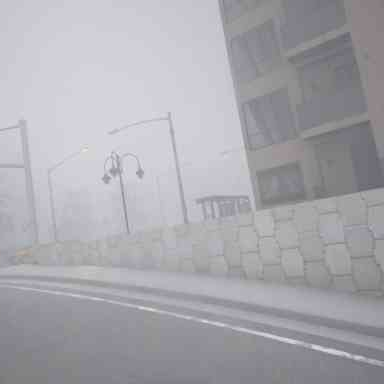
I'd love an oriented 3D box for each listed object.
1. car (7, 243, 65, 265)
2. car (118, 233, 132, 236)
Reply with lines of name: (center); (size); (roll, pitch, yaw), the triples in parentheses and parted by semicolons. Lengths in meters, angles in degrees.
car: (-13.689, 5.361, 29.559); (1.882, 1.535, 5.008); (-14, -8, 35)
car: (-7.847, 5.454, 37.491); (1.895, 1.301, 4.718); (-14, -8, 35)
